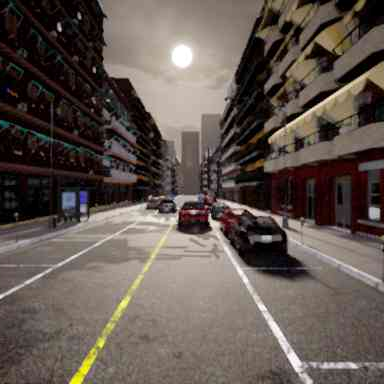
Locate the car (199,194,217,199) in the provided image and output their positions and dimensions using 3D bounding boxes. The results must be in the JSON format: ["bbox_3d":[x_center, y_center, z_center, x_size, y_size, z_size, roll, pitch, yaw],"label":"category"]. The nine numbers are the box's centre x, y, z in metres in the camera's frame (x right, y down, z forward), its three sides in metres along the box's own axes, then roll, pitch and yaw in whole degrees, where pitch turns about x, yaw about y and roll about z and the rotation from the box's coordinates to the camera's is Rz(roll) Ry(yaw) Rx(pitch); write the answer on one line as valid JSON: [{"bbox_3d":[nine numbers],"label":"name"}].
[{"bbox_3d":[2.533,1.420,47.287,2.192,1.841,5.009,-1,0,0],"label":"car"}]

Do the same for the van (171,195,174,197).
[{"bbox_3d":[-5.342,1.533,81.427,1.690,1.788,3.998,-1,0,0],"label":"van"}]

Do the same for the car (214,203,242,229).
[{"bbox_3d":[2.519,1.585,18.965,1.887,1.381,4.507,-1,0,0],"label":"car"}]

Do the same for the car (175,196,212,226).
[{"bbox_3d":[0.095,1.404,24.201,2.097,1.767,4.553,0,0,0],"label":"car"}]

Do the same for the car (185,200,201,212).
[{"bbox_3d":[0.093,1.692,41.624,1.895,1.301,4.718,0,0,0],"label":"car"}]

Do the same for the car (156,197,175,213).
[{"bbox_3d":[-2.758,1.617,38.454,1.812,1.442,4.674,0,0,0],"label":"car"}]

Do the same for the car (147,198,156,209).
[{"bbox_3d":[-5.335,1.545,47.519,1.967,1.590,4.097,-1,0,0],"label":"car"}]

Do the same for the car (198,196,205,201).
[{"bbox_3d":[2.539,1.803,92.600,1.802,1.307,4.206,-1,0,0],"label":"car"}]

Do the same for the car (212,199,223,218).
[{"bbox_3d":[2.517,1.616,30.294,2.008,1.369,4.403,-1,0,0],"label":"car"}]

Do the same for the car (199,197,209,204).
[{"bbox_3d":[2.542,1.707,69.944,1.887,1.381,4.507,-1,0,0],"label":"car"}]

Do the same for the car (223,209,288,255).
[{"bbox_3d":[2.520,1.594,13.300,1.947,1.339,4.313,-1,0,0],"label":"car"}]

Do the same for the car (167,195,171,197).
[{"bbox_3d":[-5.337,1.574,58.822,1.967,1.590,4.097,-1,0,0],"label":"car"}]
